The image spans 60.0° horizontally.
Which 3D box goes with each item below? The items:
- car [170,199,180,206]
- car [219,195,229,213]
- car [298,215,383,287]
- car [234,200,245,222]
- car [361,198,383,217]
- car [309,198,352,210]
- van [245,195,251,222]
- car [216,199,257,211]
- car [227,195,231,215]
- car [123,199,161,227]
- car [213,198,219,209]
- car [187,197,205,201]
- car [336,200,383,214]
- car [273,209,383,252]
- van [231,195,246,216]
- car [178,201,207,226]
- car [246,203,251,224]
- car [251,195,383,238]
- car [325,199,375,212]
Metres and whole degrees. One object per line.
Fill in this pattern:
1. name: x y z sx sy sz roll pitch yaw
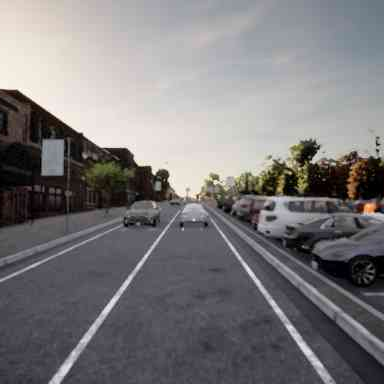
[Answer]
1. car: -3.198 1.971 64.241 2.033 1.411 5.357 0 -1 0
2. car: 5.653 1.295 31.166 5.566 2.045 2.435 0 0 0
3. car: 5.597 1.508 8.741 4.792 1.488 2.163 0 0 0
4. car: 5.616 1.519 22.756 4.892 1.521 2.231 0 0 0
5. car: 18.674 1.421 31.195 4.553 1.767 2.185 0 0 0
6. car: 18.718 1.646 45.118 5.008 1.535 2.097 0 -1 0
7. van: 5.738 1.284 19.954 4.442 1.987 1.878 0 0 0
8. car: 5.633 1.621 42.375 4.892 1.521 2.231 0 -1 0
9. car: 5.591 1.409 28.365 4.553 1.767 2.185 0 0 0
10. car: -3.326 1.405 22.862 2.097 1.767 4.553 0 0 0
11. car: 5.663 1.345 39.576 5.566 2.045 2.435 0 0 0
12. car: 0.141 1.484 41.102 2.097 1.767 4.553 0 -1 0
13. car: 18.713 1.617 36.763 4.674 1.452 2.002 0 0 0
14. car: 5.620 1.485 11.539 4.892 1.521 2.231 0 0 0
15. van: 5.506 1.301 25.561 4.442 1.987 1.878 0 0 0
16. car: 0.121 1.581 23.718 1.812 1.442 4.674 0 0 0
17. car: 5.617 1.501 17.150 5.008 1.535 2.097 0 0 0
18. car: 5.652 1.241 14.347 5.566 2.045 2.435 0 0 0
19. car: 18.720 1.595 39.550 5.008 1.535 2.097 0 -1 0
